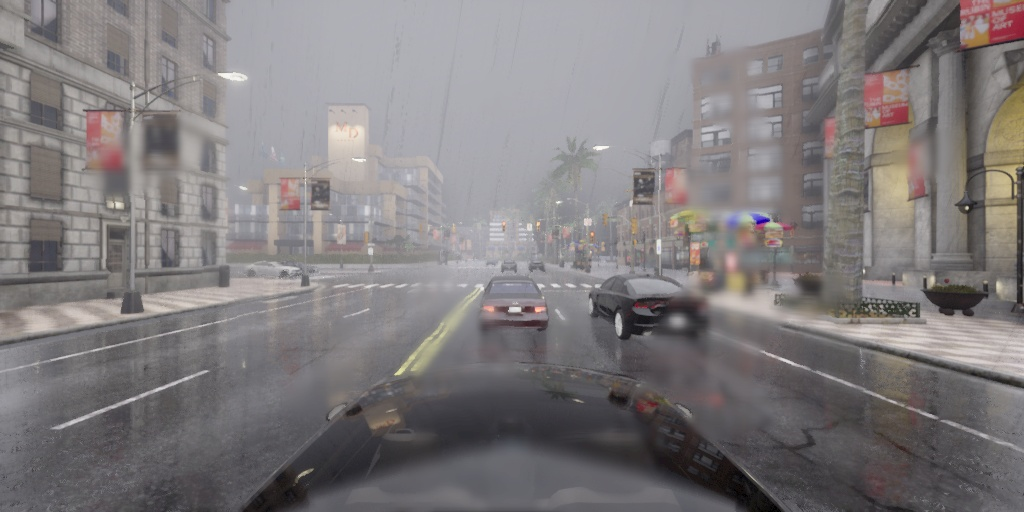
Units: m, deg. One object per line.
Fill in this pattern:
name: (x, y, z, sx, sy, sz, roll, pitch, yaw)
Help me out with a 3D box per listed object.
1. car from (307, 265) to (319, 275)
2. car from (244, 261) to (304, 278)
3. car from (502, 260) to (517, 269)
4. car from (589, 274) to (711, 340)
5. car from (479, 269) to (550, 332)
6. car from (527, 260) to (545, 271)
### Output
car: (-22.373, 1.225, 36.468, 4.902, 1.511, 2.128, 0, 0, -1)
car: (-21.948, 1.261, 32.952, 4.674, 1.442, 1.812, 0, 0, -1)
car: (-0.373, 1.221, 46.256, 2.128, 1.511, 4.902, 0, 0, -1)
car: (3.485, 1.224, 10.031, 1.882, 1.535, 5.008, 0, 0, 0)
car: (-0.006, 1.293, 10.846, 2.033, 1.411, 5.357, 0, 0, -2)
car: (3.126, 1.234, 46.406, 1.837, 1.490, 4.892, 0, 0, -1)
